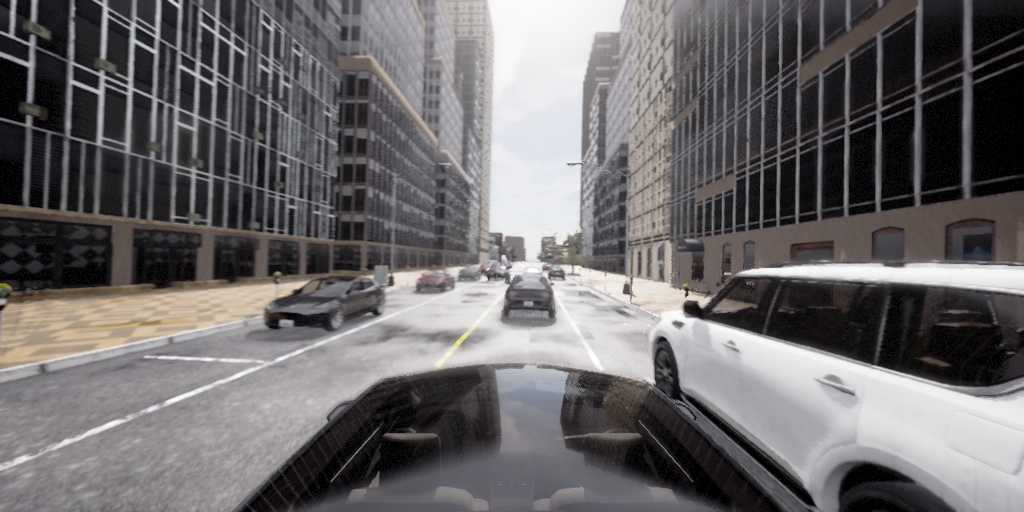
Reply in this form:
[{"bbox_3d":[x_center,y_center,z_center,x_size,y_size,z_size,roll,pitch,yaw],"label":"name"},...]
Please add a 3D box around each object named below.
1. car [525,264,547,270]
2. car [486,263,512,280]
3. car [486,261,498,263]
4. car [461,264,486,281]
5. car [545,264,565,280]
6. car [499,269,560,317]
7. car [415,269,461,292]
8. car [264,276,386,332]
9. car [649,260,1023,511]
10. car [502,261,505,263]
[{"bbox_3d":[1.727,1.657,31.136,2.033,1.411,5.357,1,-1,3],"label":"car"},{"bbox_3d":[-1.238,1.635,34.705,1.994,1.385,4.181,1,-1,4],"label":"car"},{"bbox_3d":[-3.261,1.671,44.897,1.888,1.381,4.507,0,0,3],"label":"car"},{"bbox_3d":[-3.945,1.540,33.534,2.007,1.370,4.403,0,0,3],"label":"car"},{"bbox_3d":[4.759,1.833,38.697,1.948,1.339,4.313,0,0,3],"label":"car"},{"bbox_3d":[0.683,1.427,14.015,1.812,1.442,4.674,1,-1,3],"label":"car"},{"bbox_3d":[-4.628,1.434,22.169,1.802,1.307,4.207,0,0,3],"label":"car"},{"bbox_3d":[-5.312,1.278,10.808,1.948,1.339,4.313,0,0,3],"label":"car"},{"bbox_3d":[3.064,1.073,3.180,2.150,2.045,5.566,1,-1,3],"label":"car"},{"bbox_3d":[-2.577,1.843,56.261,1.802,1.307,4.207,0,0,3],"label":"car"}]
